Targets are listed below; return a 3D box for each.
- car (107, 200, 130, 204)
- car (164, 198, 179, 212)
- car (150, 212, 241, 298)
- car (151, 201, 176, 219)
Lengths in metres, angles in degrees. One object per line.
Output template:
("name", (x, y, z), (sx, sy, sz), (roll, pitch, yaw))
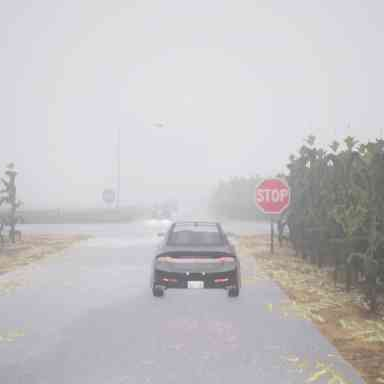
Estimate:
("car", (-16.143, 2.562, 73.223), (5.357, 1.411, 2.033), (0, -1, 0))
("car", (-3.115, 1.918, 48.195), (2.150, 2.045, 5.566), (0, 0, 1))
("car", (0.098, 1.502, 8.542), (2.128, 1.511, 4.902), (0, 0, 1))
("car", (-3.146, 1.956, 34.731), (2.128, 1.511, 4.902), (0, -1, 0))
